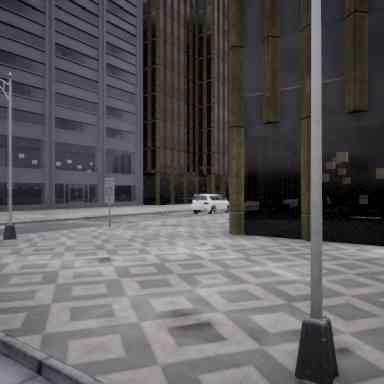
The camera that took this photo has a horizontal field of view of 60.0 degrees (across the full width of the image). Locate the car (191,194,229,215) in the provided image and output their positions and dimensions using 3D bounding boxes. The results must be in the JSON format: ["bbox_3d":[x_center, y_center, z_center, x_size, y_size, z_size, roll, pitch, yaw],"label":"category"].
[{"bbox_3d":[2.131,1.240,34.328,2.150,2.045,5.566,0,0,36],"label":"car"}]
